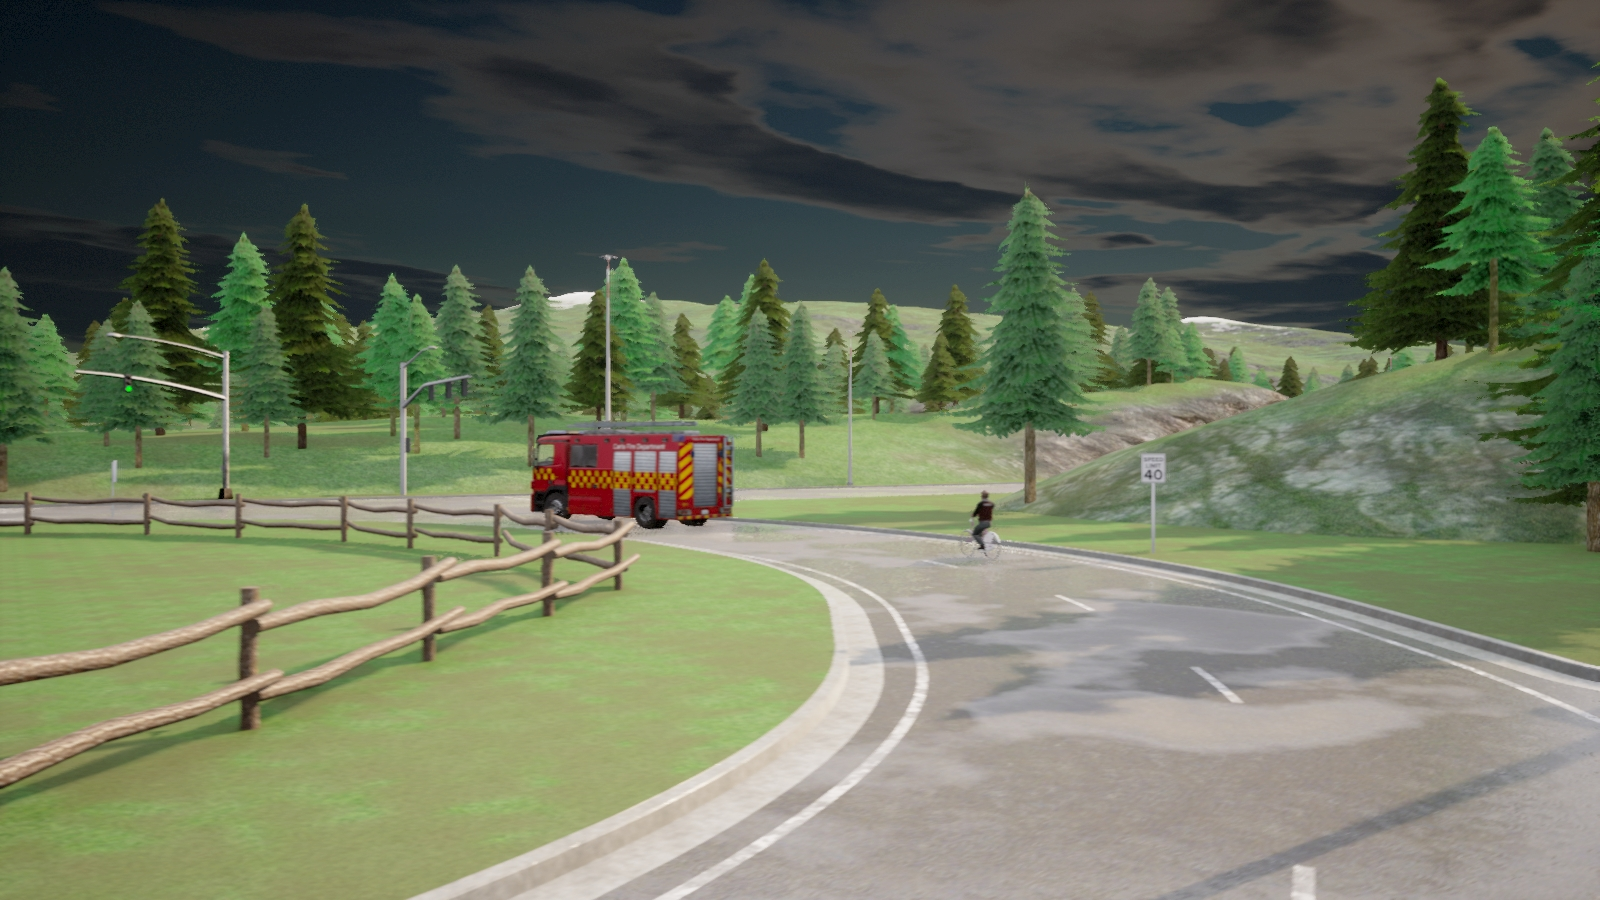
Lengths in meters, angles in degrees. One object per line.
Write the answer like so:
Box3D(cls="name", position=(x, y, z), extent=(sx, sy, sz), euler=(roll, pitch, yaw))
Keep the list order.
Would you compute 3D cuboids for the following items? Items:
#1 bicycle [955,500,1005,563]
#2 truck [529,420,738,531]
Box3D(cls="bicycle", position=(4.596, 2.057, 29.309), extent=(0.329, 1.471, 1.835), euler=(0, 0, -24))
Box3D(cls="truck", position=(-6.456, 0.889, 43.222), extent=(8.468, 3.827, 2.891), euler=(0, 0, 40))
